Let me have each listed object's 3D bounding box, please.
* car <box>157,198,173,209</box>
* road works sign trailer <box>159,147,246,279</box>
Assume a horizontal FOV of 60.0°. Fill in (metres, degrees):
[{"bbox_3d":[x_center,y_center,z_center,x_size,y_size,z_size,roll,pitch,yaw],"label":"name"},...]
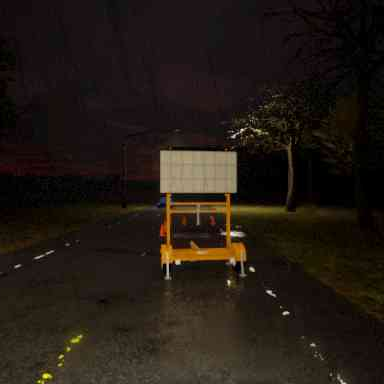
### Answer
[{"bbox_3d":[-3.582,1.502,45.299,1.882,1.535,5.008,0,0,0],"label":"car"},{"bbox_3d":[0.177,0.460,10.104,2.380,3.560,2.880,0,0,-8],"label":"road works sign trailer"}]
